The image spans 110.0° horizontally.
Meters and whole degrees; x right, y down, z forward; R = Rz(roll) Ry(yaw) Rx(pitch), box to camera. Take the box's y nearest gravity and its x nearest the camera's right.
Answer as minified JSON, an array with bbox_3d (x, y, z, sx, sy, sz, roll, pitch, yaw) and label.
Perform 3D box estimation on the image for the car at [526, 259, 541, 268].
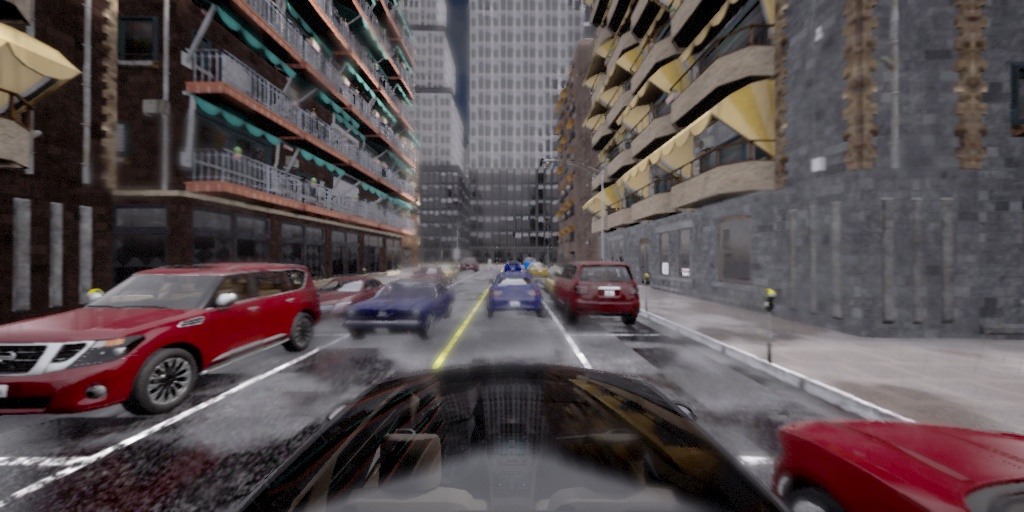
[{"bbox_3d":[2.555,1.288,34.567,1.751,1.417,4.829,0,0,0],"label":"car"}]

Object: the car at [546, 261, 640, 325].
[{"bbox_3d":[2.563,1.067,11.836,2.192,1.841,5.009,0,0,0],"label":"car"}]

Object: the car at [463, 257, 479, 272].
[{"bbox_3d":[-5.329,1.086,45.676,2.192,1.841,5.009,0,0,0],"label":"car"}]

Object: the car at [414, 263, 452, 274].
[{"bbox_3d":[-5.321,1.339,23.114,1.802,1.307,4.207,0,0,0],"label":"car"}]

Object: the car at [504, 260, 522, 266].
[{"bbox_3d":[0.089,1.245,41.302,1.882,1.535,5.008,0,0,0],"label":"car"}]

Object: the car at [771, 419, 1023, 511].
[{"bbox_3d":[2.566,1.295,0.556,1.888,1.381,4.507,0,0,0],"label":"car"}]

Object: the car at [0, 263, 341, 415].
[{"bbox_3d":[-5.316,1.066,6.192,2.192,1.841,5.009,0,0,0],"label":"car"}]

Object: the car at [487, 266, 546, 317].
[{"bbox_3d":[0.097,1.279,13.068,1.812,1.442,4.674,0,0,0],"label":"car"}]

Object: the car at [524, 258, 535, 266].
[{"bbox_3d":[2.554,1.292,40.207,1.751,1.417,4.829,0,0,0],"label":"car"}]

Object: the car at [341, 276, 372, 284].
[{"bbox_3d":[-5.317,1.335,11.833,1.802,1.307,4.207,0,0,0],"label":"car"}]

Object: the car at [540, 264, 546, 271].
[{"bbox_3d":[2.561,1.280,17.646,1.751,1.417,4.829,0,0,0],"label":"car"}]

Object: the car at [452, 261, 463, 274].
[{"bbox_3d":[-5.323,1.285,28.584,1.751,1.417,4.829,0,0,0],"label":"car"}]

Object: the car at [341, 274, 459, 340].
[{"bbox_3d":[-2.853,1.353,10.111,1.895,1.301,4.718,0,0,0],"label":"car"}]
